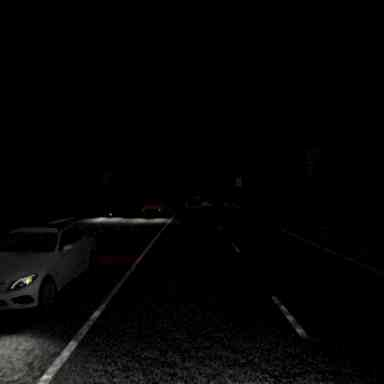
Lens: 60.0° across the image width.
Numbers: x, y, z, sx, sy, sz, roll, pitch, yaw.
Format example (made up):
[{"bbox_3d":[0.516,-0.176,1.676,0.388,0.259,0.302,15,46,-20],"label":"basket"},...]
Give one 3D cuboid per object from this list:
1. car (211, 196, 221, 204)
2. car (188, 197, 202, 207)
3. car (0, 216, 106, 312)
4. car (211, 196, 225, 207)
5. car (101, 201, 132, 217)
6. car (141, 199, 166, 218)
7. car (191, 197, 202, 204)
[{"bbox_3d":[4.412,1.478,60.948,1.812,1.442,4.674,0,0,3],"label":"car"},{"bbox_3d":[0.459,1.452,50.803,2.128,1.511,4.902,0,0,2],"label":"car"},{"bbox_3d":[-3.591,1.520,7.820,1.812,1.442,4.674,0,0,0],"label":"car"},{"bbox_3d":[3.958,1.465,50.713,1.837,1.490,4.892,0,0,2],"label":"car"},{"bbox_3d":[-6.948,1.523,31.177,2.033,1.411,5.357,0,0,1],"label":"car"},{"bbox_3d":[-3.456,1.454,30.574,1.882,1.535,5.008,0,0,1],"label":"car"},{"bbox_3d":[0.920,1.553,61.184,1.895,1.301,4.718,0,0,3],"label":"car"}]
